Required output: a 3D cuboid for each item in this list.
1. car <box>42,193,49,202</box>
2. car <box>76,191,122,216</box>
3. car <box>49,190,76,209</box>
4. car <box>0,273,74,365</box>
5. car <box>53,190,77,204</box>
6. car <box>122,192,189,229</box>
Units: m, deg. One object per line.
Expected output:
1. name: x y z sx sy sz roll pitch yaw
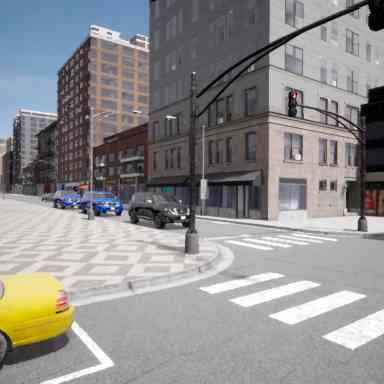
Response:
1. car: -25.542 0.945 59.515 2.128 1.511 4.902 1 0 -36
2. car: -8.013 0.960 29.188 2.150 2.045 5.566 1 0 -35
3. car: -14.209 0.862 37.973 2.150 2.045 5.566 1 0 -35
4. car: -3.979 1.525 3.914 4.829 1.417 1.752 0 1 -36
5. car: -19.484 0.769 50.944 2.150 2.045 5.566 1 0 -35
6. car: -2.070 1.053 20.778 2.150 2.045 5.566 1 0 -35
